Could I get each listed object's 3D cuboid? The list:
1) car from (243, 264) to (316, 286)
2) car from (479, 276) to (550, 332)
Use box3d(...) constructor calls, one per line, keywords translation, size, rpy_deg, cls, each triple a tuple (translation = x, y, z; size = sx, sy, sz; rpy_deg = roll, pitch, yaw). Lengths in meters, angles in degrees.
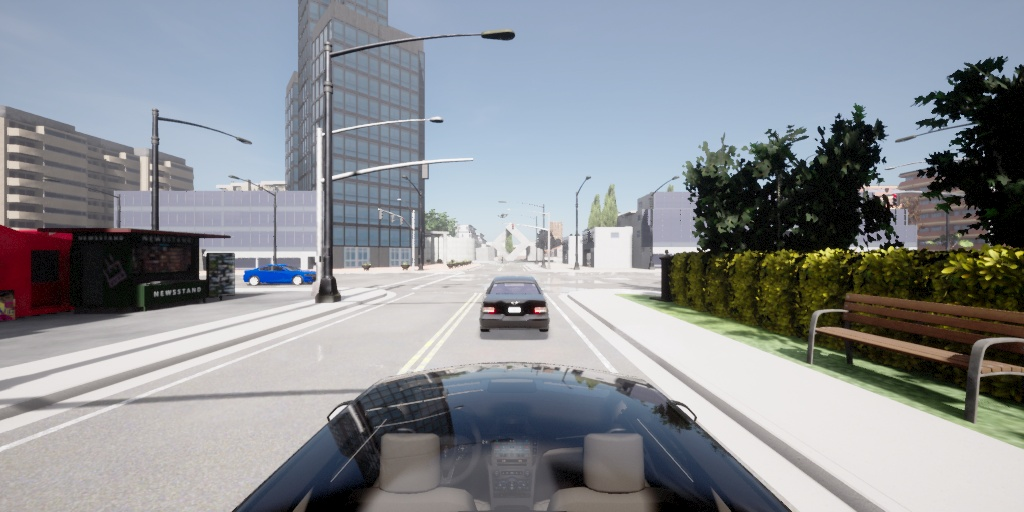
box3d(translation=(-16.778, 1.336, 26.238), size=(5.008, 1.535, 1.882), rpy_deg=(-1, 0, 0), cls="car")
box3d(translation=(0.069, 1.297, 10.829), size=(2.033, 1.411, 5.357), rpy_deg=(0, 0, 0), cls="car")
